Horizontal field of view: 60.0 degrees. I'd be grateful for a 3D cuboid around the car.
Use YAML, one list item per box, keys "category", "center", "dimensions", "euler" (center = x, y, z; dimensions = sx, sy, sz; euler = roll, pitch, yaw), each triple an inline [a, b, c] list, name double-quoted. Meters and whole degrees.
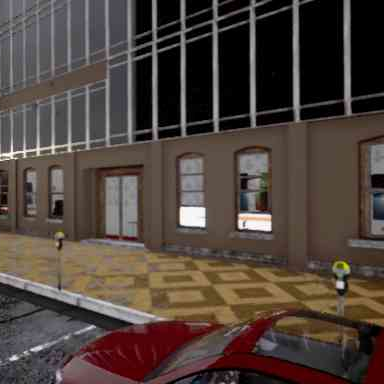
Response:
- category: "car"
  center: [0.671, 1.588, 2.395]
  dimensions: [4.206, 1.307, 1.802]
  euler: [-1, 0, 35]
